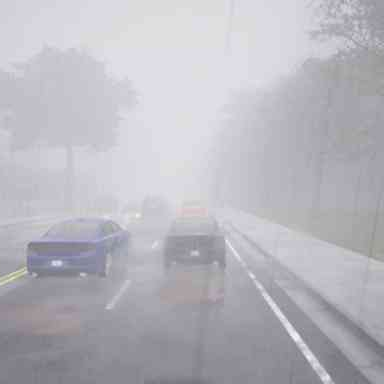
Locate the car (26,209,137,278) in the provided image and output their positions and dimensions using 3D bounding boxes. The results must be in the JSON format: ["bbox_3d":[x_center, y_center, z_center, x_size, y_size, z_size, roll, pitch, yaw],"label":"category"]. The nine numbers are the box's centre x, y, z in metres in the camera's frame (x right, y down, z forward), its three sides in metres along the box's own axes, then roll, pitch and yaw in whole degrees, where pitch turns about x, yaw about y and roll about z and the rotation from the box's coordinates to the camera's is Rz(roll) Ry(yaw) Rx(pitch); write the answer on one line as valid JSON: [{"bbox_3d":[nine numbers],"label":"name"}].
[{"bbox_3d":[-3.163,1.523,10.285,1.882,1.535,5.008,0,0,0],"label":"car"}]

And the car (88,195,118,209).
[{"bbox_3d":[-9.829,1.381,37.180,2.150,2.045,5.566,0,0,0],"label":"car"}]

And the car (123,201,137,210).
[{"bbox_3d":[-6.575,1.729,37.992,1.994,1.385,4.181,0,0,0],"label":"car"}]

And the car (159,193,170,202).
[{"bbox_3d":[-6.461,1.202,79.500,2.150,2.045,5.566,0,0,0],"label":"car"}]

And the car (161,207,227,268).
[{"bbox_3d":[0.088,1.528,11.570,1.882,1.535,5.008,0,0,0],"label":"car"}]

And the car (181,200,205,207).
[{"bbox_3d":[0.107,1.482,30.030,2.097,1.767,4.553,0,0,0],"label":"car"}]

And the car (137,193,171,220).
[{"bbox_3d":[-3.141,1.350,29.461,2.150,2.045,5.566,0,0,0],"label":"car"}]

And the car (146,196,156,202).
[{"bbox_3d":[-9.711,1.691,78.502,1.812,1.442,4.674,0,0,0],"label":"car"}]
